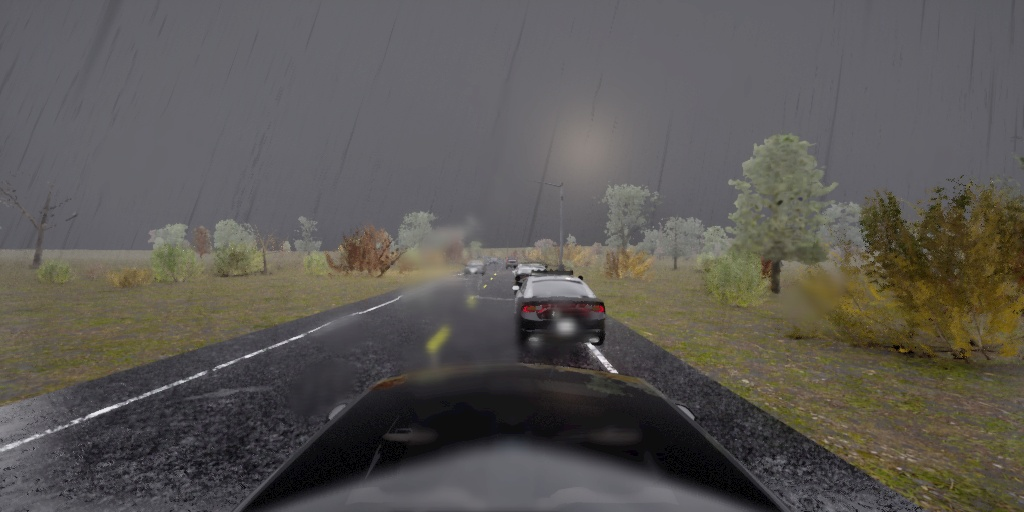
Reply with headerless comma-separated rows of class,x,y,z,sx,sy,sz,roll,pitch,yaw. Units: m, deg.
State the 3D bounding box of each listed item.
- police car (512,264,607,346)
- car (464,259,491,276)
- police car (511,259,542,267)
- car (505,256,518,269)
police car,1.049,1.170,9.555,1.930,1.638,5.238,0,0,0
car,-3.608,1.195,35.799,2.128,1.511,4.902,0,0,0
police car,1.046,1.159,19.557,1.930,1.638,5.238,0,0,0
car,0.046,1.166,52.623,1.837,1.490,4.892,0,0,0
